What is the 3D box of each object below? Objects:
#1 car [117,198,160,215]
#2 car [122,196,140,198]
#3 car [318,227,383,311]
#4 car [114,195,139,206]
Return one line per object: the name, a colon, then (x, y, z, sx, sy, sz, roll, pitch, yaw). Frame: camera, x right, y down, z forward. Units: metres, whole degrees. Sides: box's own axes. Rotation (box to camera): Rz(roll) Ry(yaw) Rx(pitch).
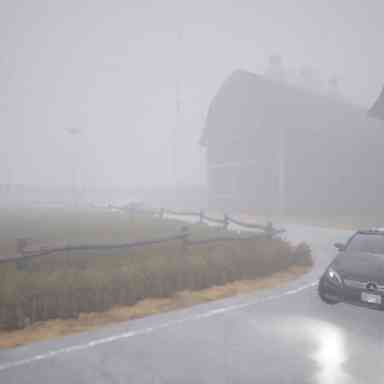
car: (-4.549, 1.621, 30.311, 2.128, 1.511, 4.902, 1, -1, -38)
car: (-8.263, 1.669, 47.384, 1.882, 1.535, 5.008, 0, 0, 1)
car: (4.457, 1.598, 7.671, 1.812, 1.442, 4.674, 1, 0, 35)
car: (-11.149, 1.445, 57.439, 5.566, 2.045, 2.150, 0, 0, 40)
